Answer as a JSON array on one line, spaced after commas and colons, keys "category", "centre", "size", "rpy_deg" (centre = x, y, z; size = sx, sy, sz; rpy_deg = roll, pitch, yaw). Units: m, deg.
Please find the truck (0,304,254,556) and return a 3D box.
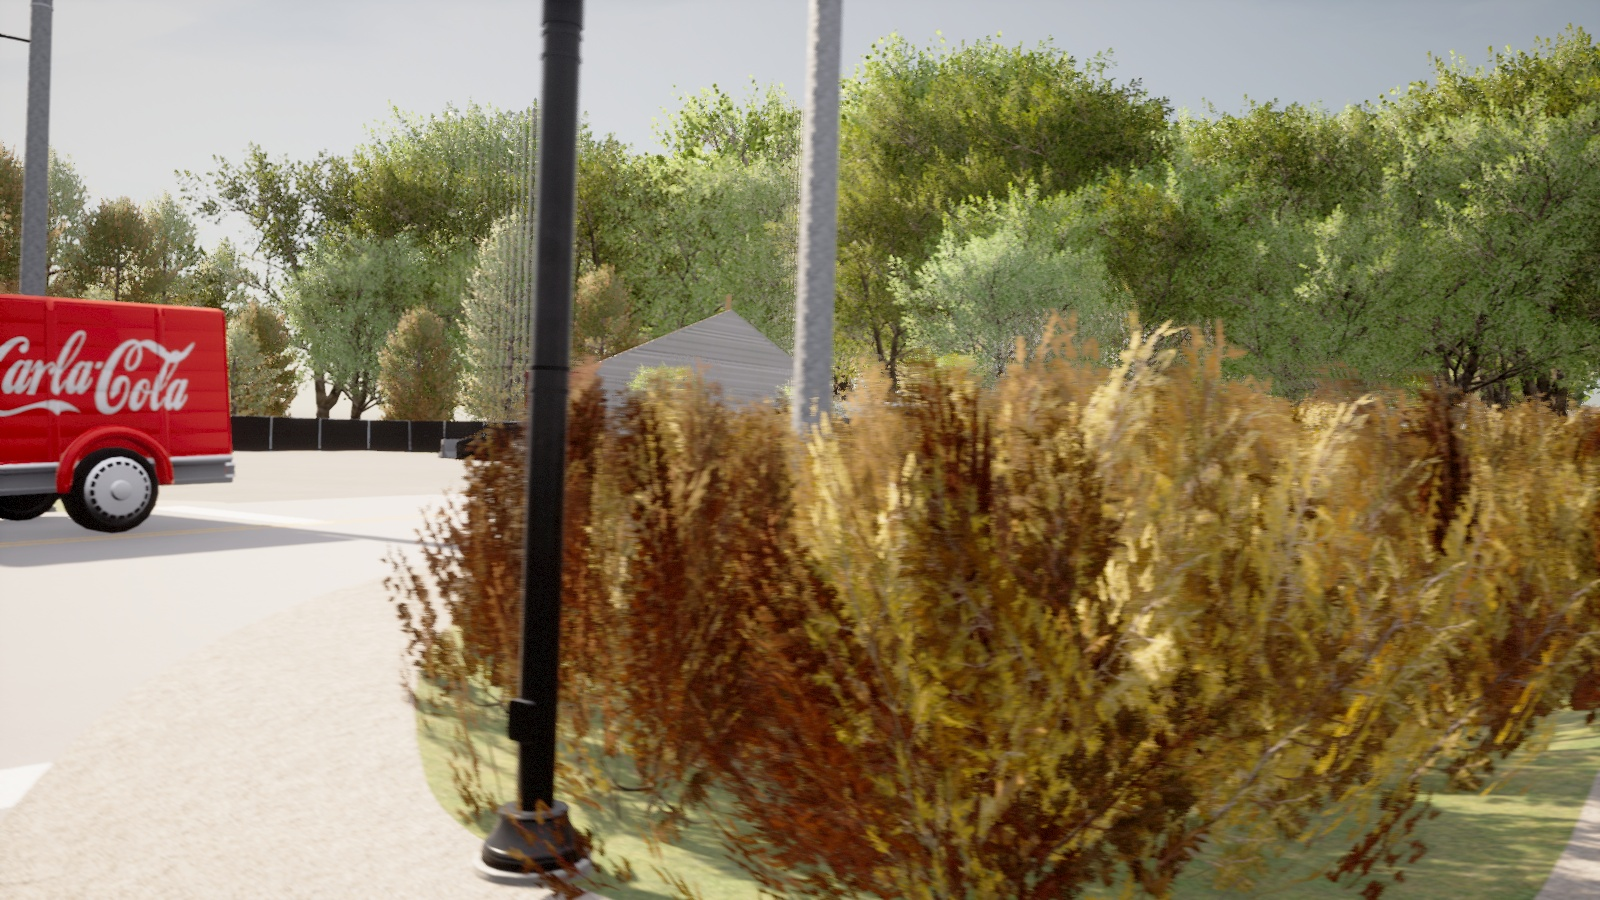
[{"category": "truck", "centre": [-8.876, -0.215, 13.054], "size": [2.627, 2.467, 5.204], "rpy_deg": [1, 3, 34]}]
